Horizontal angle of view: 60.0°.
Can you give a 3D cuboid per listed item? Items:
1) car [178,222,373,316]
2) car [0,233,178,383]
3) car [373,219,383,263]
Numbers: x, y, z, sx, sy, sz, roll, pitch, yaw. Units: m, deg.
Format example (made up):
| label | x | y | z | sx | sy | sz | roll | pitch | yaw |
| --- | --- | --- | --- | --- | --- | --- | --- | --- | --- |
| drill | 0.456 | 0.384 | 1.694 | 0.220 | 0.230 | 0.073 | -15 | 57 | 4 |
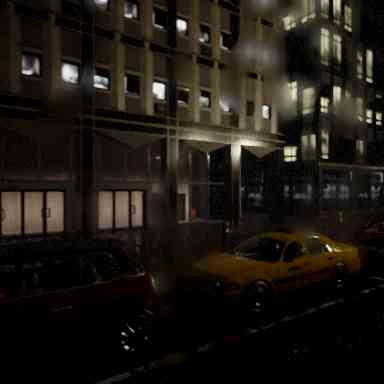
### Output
| label | x | y | z | sx | sy | sz | roll | pitch | yaw |
| --- | --- | --- | --- | --- | --- | --- | --- | --- | --- |
| car | 1.906 | 1.498 | 7.457 | 4.829 | 1.417 | 1.752 | 0 | 0 | -35 |
| car | -2.470 | 1.438 | 4.335 | 4.097 | 1.590 | 1.967 | 0 | 0 | -35 |
| car | 6.558 | 1.527 | 10.776 | 4.206 | 1.307 | 1.802 | 0 | 0 | -35 |
